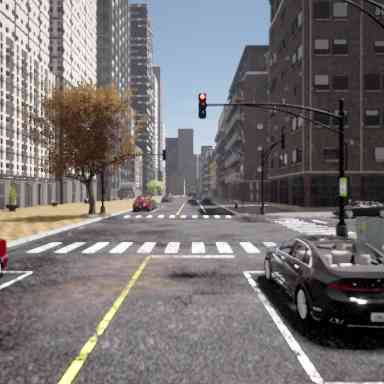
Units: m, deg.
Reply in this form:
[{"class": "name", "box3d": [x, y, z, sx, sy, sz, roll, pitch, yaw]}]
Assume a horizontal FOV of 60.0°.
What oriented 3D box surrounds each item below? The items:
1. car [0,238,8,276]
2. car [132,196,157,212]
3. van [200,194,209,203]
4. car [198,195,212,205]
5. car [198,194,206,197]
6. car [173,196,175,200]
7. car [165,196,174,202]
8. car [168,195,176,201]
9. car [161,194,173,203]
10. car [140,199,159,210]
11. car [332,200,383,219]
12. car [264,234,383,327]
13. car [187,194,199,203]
[{"class": "car", "box3d": [-5.693, 1.548, 6.926, 1.887, 1.381, 4.507, 0, 0, 0]}, {"class": "car", "box3d": [-5.703, 1.349, 39.314, 2.192, 1.841, 5.009, 0, 0, 0]}, {"class": "van", "box3d": [2.669, 1.426, 72.454, 1.690, 1.788, 3.998, 0, 0, 0]}, {"class": "car", "box3d": [2.673, 1.631, 61.407, 1.947, 1.339, 4.313, 0, 0, 0]}, {"class": "car", "box3d": [2.671, 1.600, 67.100, 1.752, 1.417, 4.829, 0, 0, 0]}, {"class": "car", "box3d": [-5.713, 1.411, 77.974, 2.192, 1.841, 5.009, 0, 0, 0]}, {"class": "car", "box3d": [-5.715, 1.659, 83.497, 2.008, 1.369, 4.403, 0, 0, 0]}, {"class": "car", "box3d": [-5.718, 1.685, 94.543, 2.008, 1.369, 4.403, 0, 0, 0]}, {"class": "car", "box3d": [-5.712, 1.651, 72.452, 1.947, 1.339, 4.313, 0, 0, 0]}, {"class": "car", "box3d": [-5.704, 1.607, 44.837, 1.947, 1.339, 4.313, 0, 0, 0]}, {"class": "car", "box3d": [13.419, 1.359, 26.337, 4.403, 1.369, 2.008, -1, 1, -1]}, {"class": "car", "box3d": [2.687, 1.554, 6.928, 2.008, 1.369, 4.403, 0, 0, 0]}, {"class": "car", "box3d": [-0.020, 1.679, 69.083, 1.895, 1.301, 4.718, 0, 0, 0]}]
